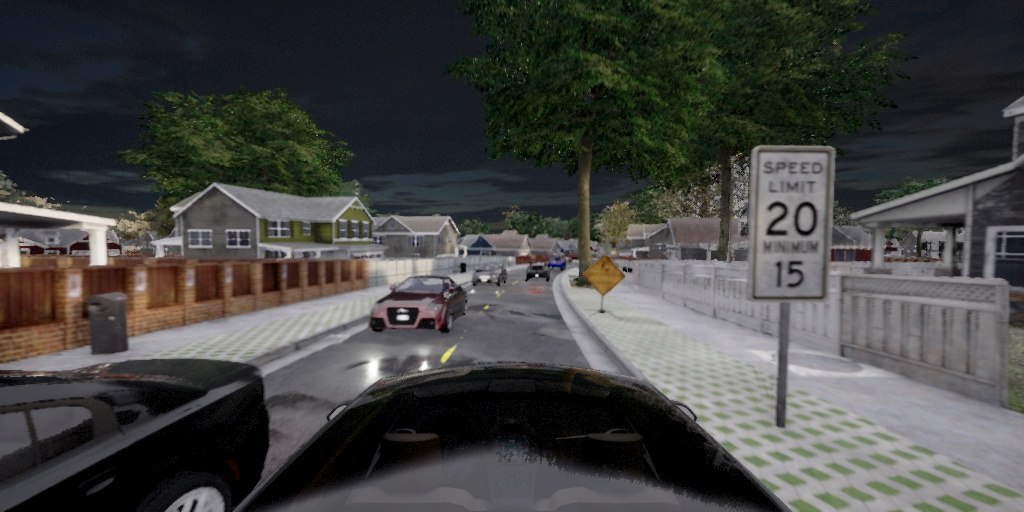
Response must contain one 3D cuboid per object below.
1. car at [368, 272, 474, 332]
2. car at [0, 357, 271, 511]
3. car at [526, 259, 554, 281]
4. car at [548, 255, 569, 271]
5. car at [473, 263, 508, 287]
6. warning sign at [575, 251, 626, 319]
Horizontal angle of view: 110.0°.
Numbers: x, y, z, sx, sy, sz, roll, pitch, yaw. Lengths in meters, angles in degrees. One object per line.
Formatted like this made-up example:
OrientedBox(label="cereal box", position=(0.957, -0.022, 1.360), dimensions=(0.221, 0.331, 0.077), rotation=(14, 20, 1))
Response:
OrientedBox(label="car", position=(-2.538, 1.290, 10.629), dimensions=(1.994, 1.385, 4.181), rotation=(0, 0, 3))
OrientedBox(label="car", position=(-2.903, 1.222, 0.680), dimensions=(1.882, 1.535, 5.008), rotation=(0, 0, 4))
OrientedBox(label="car", position=(2.242, 1.238, 29.691), dimensions=(1.837, 1.490, 4.892), rotation=(0, 0, 8))
OrientedBox(label="car", position=(6.159, 0.906, 49.465), dimensions=(2.150, 2.045, 5.566), rotation=(1, 0, 14))
OrientedBox(label="car", position=(-1.422, 1.205, 24.311), dimensions=(2.128, 1.511, 4.902), rotation=(0, 0, 7))
OrientedBox(label="warning sign", position=(2.750, 0.868, 11.035), dimensions=(1.300, 1.860, 1.060), rotation=(0, 0, 3))
